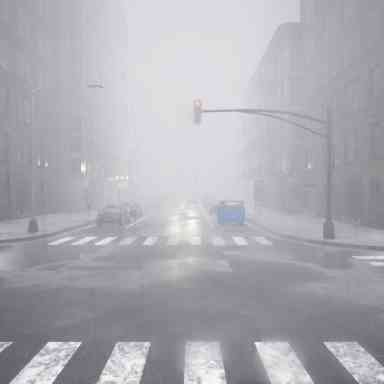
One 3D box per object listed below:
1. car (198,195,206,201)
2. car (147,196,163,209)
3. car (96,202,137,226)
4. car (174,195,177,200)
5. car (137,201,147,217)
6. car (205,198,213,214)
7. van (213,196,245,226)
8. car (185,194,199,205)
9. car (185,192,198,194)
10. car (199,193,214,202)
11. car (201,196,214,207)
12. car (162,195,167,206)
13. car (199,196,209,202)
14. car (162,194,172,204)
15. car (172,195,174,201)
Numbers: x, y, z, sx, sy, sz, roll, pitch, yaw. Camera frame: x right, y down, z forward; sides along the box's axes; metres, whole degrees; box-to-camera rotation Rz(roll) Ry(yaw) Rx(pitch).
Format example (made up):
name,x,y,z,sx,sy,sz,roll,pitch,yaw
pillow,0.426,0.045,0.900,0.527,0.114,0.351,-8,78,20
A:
name,x,y,z,sx,sy,sz,roll,pitch,yaw
car,2.623,1.531,85.691,1.947,1.339,4.313,0,0,0
car,-5.396,1.520,45.744,1.752,1.417,4.829,0,0,0
car,-5.392,1.550,23.187,2.008,1.369,4.403,0,0,0
car,-5.401,1.410,80.005,1.967,1.590,4.097,0,0,0
car,-5.393,1.543,28.868,1.887,1.381,4.507,0,0,0
car,2.631,1.580,34.559,1.802,1.307,4.206,0,0,0
van,2.633,1.340,23.197,1.690,1.788,3.998,0,0,0
car,0.093,1.512,57.276,1.812,1.442,4.674,0,0,0
car,0.083,1.331,67.106,2.097,1.767,4.553,0,0,-2
car,2.629,1.305,51.603,2.192,1.841,5.009,0,0,0
car,2.629,1.576,45.922,1.802,1.307,4.206,0,0,0
car,-5.397,1.556,51.596,1.947,1.339,4.313,0,0,0
car,2.625,1.524,74.328,2.008,1.369,4.403,0,0,0
car,-5.399,1.548,62.960,1.947,1.339,4.313,0,0,0
car,-5.400,1.293,68.641,2.192,1.841,5.009,0,0,0
